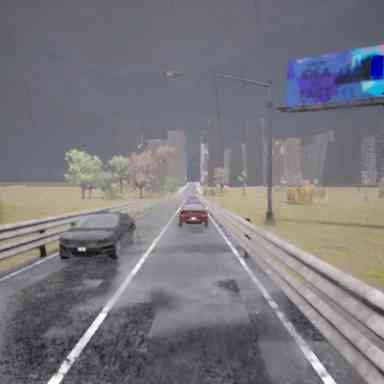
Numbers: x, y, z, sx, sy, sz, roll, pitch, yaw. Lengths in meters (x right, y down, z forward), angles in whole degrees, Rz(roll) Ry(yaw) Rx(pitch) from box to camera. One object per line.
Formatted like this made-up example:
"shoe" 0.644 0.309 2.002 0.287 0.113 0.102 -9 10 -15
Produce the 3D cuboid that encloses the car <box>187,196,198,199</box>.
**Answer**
"car" 0.093 1.338 41.968 2.097 1.767 4.553 0 0 0

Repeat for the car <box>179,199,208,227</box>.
"car" 0.097 1.470 22.840 1.882 1.535 5.008 0 0 0

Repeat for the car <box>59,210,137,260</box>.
"car" -3.338 1.473 12.616 1.882 1.535 5.008 0 0 0
